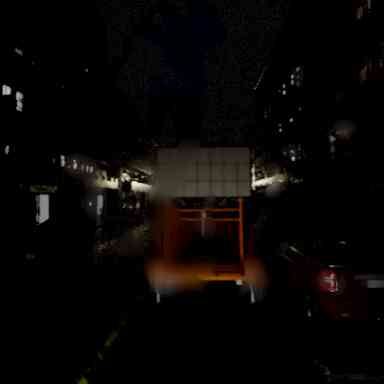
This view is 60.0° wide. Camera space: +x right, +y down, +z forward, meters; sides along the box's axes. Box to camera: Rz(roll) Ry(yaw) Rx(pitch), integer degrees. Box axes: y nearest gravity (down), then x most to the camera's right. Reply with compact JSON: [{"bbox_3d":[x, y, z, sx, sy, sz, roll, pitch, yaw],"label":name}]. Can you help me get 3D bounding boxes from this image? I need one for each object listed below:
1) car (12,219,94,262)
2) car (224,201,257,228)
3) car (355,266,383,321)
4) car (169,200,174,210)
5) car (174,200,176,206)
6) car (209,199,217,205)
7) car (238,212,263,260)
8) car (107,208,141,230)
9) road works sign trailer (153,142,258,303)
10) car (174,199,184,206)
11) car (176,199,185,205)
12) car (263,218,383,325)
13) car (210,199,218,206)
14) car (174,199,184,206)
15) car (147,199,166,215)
[{"bbox_3d":[-5.229,1.781,13.105,1.947,1.339,4.313,0,-1,2],"label":"car"},{"bbox_3d":[3.498,1.588,24.112,2.192,1.841,5.009,0,-1,2],"label":"car"},{"bbox_3d":[2.797,1.541,1.576,1.887,1.381,4.507,0,-1,2],"label":"car"},{"bbox_3d":[-4.177,1.941,46.909,2.192,1.841,5.009,0,-1,2],"label":"car"},{"bbox_3d":[-4.001,2.276,52.539,1.802,1.307,4.206,0,-1,2],"label":"car"},{"bbox_3d":[5.428,2.562,86.075,1.887,1.381,4.507,0,-1,2],"label":"car"},{"bbox_3d":[3.148,1.686,12.842,2.008,1.369,4.403,0,-1,2],"label":"car"},{"bbox_3d":[-4.883,1.877,24.203,1.752,1.417,4.829,0,-1,2],"label":"car"},{"bbox_3d":[0.307,0.570,8.439,2.380,3.560,2.880,-1,-1,2],"label":"road works sign trailer"},{"bbox_3d":[-3.300,2.279,75.075,2.192,1.841,5.009,0,-1,2],"label":"car"},{"bbox_3d":[-2.948,2.642,86.339,1.887,1.381,4.507,0,-1,2],"label":"car"},{"bbox_3d":[2.971,1.506,7.211,1.967,1.590,4.097,0,-1,2],"label":"car"},{"bbox_3d":[5.082,2.411,74.979,1.752,1.417,4.829,0,-1,2],"label":"car"},{"bbox_3d":[-3.124,2.471,80.706,1.967,1.590,4.097,0,-1,2],"label":"car"},{"bbox_3d":[-4.352,1.998,41.274,1.967,1.590,4.097,0,-1,2],"label":"car"}]
